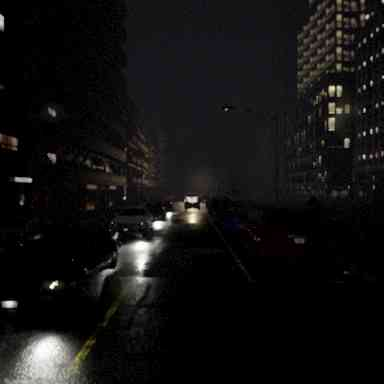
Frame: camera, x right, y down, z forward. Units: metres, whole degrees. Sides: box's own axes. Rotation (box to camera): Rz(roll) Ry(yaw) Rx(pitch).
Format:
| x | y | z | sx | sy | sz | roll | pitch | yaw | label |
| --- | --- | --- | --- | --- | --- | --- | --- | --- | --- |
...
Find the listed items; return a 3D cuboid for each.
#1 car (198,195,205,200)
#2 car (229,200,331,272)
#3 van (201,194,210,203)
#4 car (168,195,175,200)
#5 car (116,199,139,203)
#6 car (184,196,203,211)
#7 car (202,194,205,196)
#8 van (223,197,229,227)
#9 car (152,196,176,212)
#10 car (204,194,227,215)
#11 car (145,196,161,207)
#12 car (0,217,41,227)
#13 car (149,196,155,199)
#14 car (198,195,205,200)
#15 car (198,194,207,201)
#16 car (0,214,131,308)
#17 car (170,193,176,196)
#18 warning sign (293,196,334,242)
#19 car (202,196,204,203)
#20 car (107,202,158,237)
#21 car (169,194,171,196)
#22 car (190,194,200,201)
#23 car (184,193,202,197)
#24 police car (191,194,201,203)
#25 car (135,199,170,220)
| x | y | z | sx | sy | sz | roll | pitch | yaw | label |
| --- | --- | --- | --- | --- | --- | --- | --- | --- | --- |
| 2.591 | 1.518 | 93.558 | 1.802 | 1.307 | 4.206 | 0 | 0 | 0 | car |
| 2.676 | 1.295 | 10.658 | 2.192 | 1.841 | 5.009 | 0 | 0 | 0 | car |
| 2.619 | 1.273 | 65.924 | 1.690 | 1.788 | 3.998 | 0 | 0 | 0 | van |
| -5.790 | 1.446 | 93.380 | 1.752 | 1.417 | 4.829 | 0 | 0 | 0 | car |
| -5.720 | 1.493 | 27.229 | 2.008 | 1.369 | 4.403 | 0 | 0 | 0 | car |
| 0.046 | 1.543 | 40.312 | 1.895 | 1.301 | 4.718 | 0 | 0 | 0 | car |
| 2.625 | 1.459 | 60.568 | 1.752 | 1.417 | 4.829 | 0 | 0 | 0 | car |
| 2.670 | 1.313 | 16.184 | 1.690 | 1.788 | 3.998 | 0 | 0 | 0 | van |
| -3.084 | 1.502 | 37.586 | 1.994 | 1.385 | 4.181 | 0 | 0 | 0 | car |
| 2.653 | 1.268 | 32.764 | 2.192 | 1.841 | 5.009 | 0 | 0 | 0 | car |
| -5.744 | 1.364 | 49.336 | 1.967 | 1.590 | 4.097 | 0 | 0 | 0 | car |
| -5.703 | 1.515 | 10.650 | 2.008 | 1.369 | 4.403 | 0 | 0 | 0 | car |
| -5.733 | 1.373 | 38.283 | 1.967 | 1.590 | 4.097 | 0 | 0 | 0 | car |
| 2.596 | 1.460 | 88.201 | 1.752 | 1.417 | 4.829 | 0 | 0 | 0 | car |
| 2.602 | 1.373 | 82.504 | 1.967 | 1.590 | 4.097 | 0 | 0 | 0 | car |
| -3.108 | 1.521 | 8.323 | 2.033 | 1.411 | 5.357 | 0 | 0 | 0 | car |
| -5.778 | 1.462 | 82.496 | 1.887 | 1.381 | 4.507 | 0 | 0 | 0 | car |
| 5.060 | 1.095 | 13.917 | 1.300 | 1.860 | 1.060 | 0 | 0 | 0 | warning sign |
| 2.642 | 1.488 | 43.818 | 1.887 | 1.381 | 4.507 | 0 | 0 | 0 | car |
| -3.111 | 1.484 | 17.910 | 1.812 | 1.442 | 4.674 | 0 | 0 | 0 | car |
| -5.760 | 1.461 | 65.915 | 1.887 | 1.381 | 4.507 | 0 | 0 | 0 | car |
| 0.682 | 1.280 | 78.933 | 2.097 | 1.767 | 4.553 | 0 | 0 | 3 | car |
| -0.050 | 1.155 | 50.276 | 2.150 | 2.045 | 5.566 | 0 | 0 | 0 | car |
| 0.832 | 1.353 | 69.030 | 1.930 | 1.638 | 5.238 | 0 | 0 | 0 | police car |
| -3.113 | 1.511 | 26.996 | 1.994 | 1.385 | 4.181 | 0 | 0 | 0 | car |
